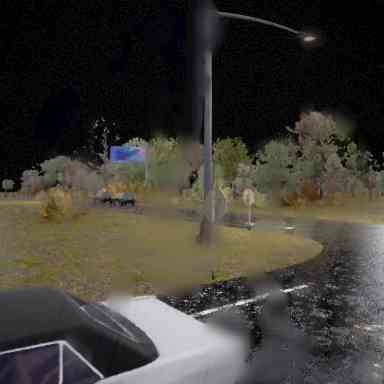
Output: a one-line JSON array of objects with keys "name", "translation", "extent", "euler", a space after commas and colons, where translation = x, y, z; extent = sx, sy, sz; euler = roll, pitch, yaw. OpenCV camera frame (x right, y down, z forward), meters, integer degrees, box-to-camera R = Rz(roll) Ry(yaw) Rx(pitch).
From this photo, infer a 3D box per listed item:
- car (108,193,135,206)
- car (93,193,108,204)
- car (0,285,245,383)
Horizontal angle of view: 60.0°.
[{"name": "car", "translation": [-10.885, 1.130, 52.718], "extent": [2.150, 2.045, 5.566], "euler": [0, 0, -33]}, {"name": "car", "translation": [-16.390, 1.112, 60.912], "extent": [2.150, 2.045, 5.566], "euler": [0, 0, -34]}, {"name": "car", "translation": [-1.906, 1.601, 2.530], "extent": [4.718, 1.301, 1.895], "euler": [0, 0, -36]}]
